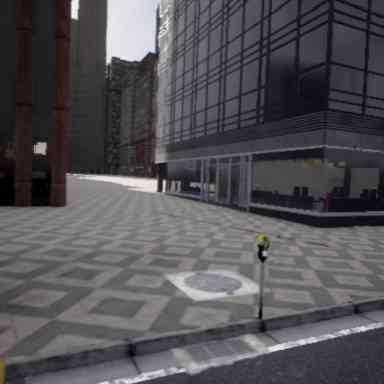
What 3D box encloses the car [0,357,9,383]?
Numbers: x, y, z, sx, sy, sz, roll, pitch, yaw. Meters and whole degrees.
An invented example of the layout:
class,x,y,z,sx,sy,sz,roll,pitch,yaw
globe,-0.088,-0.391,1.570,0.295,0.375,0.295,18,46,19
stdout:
class,x,y,z,sx,sy,sz,roll,pitch,yaw
car,-3.270,1.339,1.066,4.829,1.417,1.752,1,2,-25
